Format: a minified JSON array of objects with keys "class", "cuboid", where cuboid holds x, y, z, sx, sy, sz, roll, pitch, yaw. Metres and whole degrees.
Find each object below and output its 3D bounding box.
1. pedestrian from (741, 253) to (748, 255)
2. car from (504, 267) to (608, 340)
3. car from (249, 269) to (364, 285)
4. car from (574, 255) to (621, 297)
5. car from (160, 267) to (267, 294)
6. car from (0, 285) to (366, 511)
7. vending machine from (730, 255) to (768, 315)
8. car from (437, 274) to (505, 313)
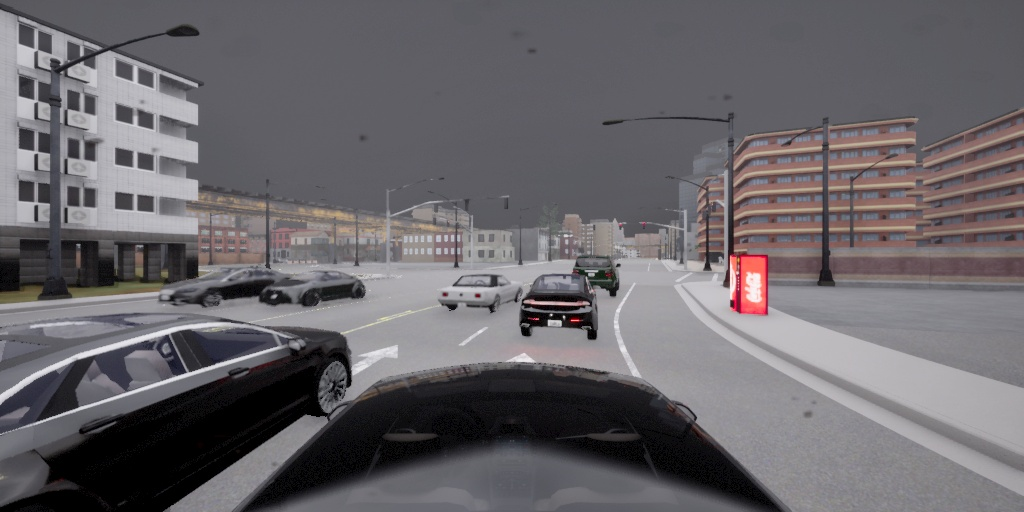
[{"class":"pedestrian","cuboid":[8.062,0.795,12.481,0.375,1.860,0.375,0,0,21]},{"class":"car","cuboid":[1.450,1.242,10.119,2.128,1.511,4.902,0,0,13]},{"class":"car","cuboid":[-8.230,1.314,15.190,1.994,1.385,4.181,0,0,17]},{"class":"car","cuboid":[4.584,0.971,19.357,2.150,2.045,5.566,0,0,19]},{"class":"car","cuboid":[-11.842,1.242,15.305,2.128,1.511,4.902,0,0,16]},{"class":"car","cuboid":[-3.222,1.240,3.082,2.128,1.511,4.902,0,0,3]},{"class":"vending machine","cuboid":[7.829,0.945,11.862,1.100,2.100,0.880,0,0,20]},{"class":"car","cuboid":[-0.995,1.351,14.174,1.895,1.301,4.718,0,0,18]}]
